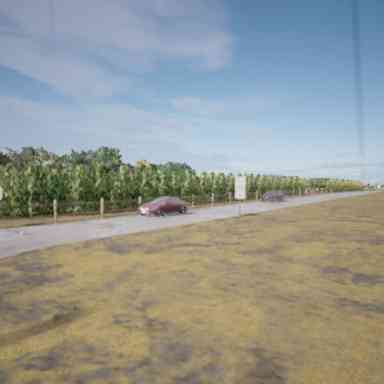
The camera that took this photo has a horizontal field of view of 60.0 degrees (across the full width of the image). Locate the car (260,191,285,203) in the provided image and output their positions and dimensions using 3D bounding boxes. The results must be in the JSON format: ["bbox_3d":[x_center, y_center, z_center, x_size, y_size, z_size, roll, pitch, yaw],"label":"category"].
[{"bbox_3d":[10.746,0.608,44.126,1.837,1.490,4.892,1,1,36],"label":"car"}]

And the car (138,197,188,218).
[{"bbox_3d":[-2.167,1.119,26.138,1.812,1.442,4.674,1,2,36],"label":"car"}]
